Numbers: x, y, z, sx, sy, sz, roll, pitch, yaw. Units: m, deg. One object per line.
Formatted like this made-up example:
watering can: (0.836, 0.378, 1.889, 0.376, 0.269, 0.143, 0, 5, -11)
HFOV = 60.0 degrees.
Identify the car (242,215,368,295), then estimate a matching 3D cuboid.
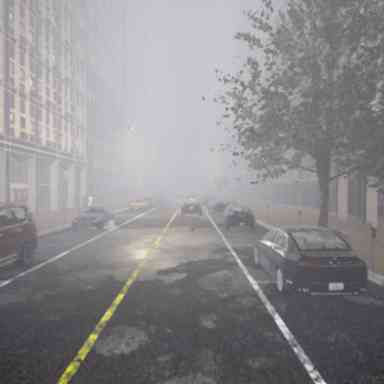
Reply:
car: (2.675, 1.505, 8.351, 2.008, 1.369, 4.403, 0, 0, 0)

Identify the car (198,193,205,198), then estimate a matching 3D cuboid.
car: (2.555, 0.969, 93.808, 1.802, 1.307, 4.206, 0, 0, 0)

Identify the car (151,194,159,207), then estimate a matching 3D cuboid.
car: (-5.753, 1.317, 42.521, 1.947, 1.339, 4.313, 0, 0, 0)

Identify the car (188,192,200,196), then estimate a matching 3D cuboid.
car: (-0.085, 1.176, 61.057, 2.163, 1.488, 4.792, 0, 0, 0)

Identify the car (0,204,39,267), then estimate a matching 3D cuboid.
car: (-5.706, 1.269, 8.338, 2.192, 1.841, 5.009, 0, 0, 0)

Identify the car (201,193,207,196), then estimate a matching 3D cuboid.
car: (2.619, 1.281, 48.230, 1.947, 1.339, 4.313, 0, 0, 0)

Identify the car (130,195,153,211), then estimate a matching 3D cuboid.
car: (-5.745, 1.314, 36.655, 1.752, 1.417, 4.829, 0, 0, 0)

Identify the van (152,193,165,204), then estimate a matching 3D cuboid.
van: (-5.770, 1.019, 53.915, 1.690, 1.788, 3.998, 0, 0, 0)

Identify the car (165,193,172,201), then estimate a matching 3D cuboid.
car: (-5.793, 1.111, 71.007, 2.008, 1.369, 4.403, 0, 0, 0)

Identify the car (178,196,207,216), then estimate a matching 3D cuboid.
car: (-0.040, 1.373, 30.591, 2.163, 1.488, 4.792, 0, 0, 0)

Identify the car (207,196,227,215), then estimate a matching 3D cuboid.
car: (2.643, 1.373, 31.139, 2.008, 1.369, 4.403, 0, 0, 0)

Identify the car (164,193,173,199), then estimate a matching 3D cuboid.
car: (-5.809, 1.027, 82.402, 2.008, 1.369, 4.403, 0, 0, 0)

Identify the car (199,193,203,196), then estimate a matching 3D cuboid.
car: (2.611, 1.223, 53.928, 1.887, 1.381, 4.507, 0, 0, 0)

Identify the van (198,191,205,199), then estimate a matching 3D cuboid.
van: (2.563, 0.774, 88.109, 1.690, 1.788, 3.998, 0, 0, 0)

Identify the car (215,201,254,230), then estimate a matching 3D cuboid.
car: (2.659, 1.441, 19.745, 2.008, 1.369, 4.403, 0, 0, 0)

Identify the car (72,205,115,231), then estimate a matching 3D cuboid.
car: (-5.721, 1.472, 19.735, 1.802, 1.307, 4.206, 0, 0, 0)

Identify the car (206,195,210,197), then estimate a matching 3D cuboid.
car: (2.635, 1.370, 36.837, 1.802, 1.307, 4.206, 0, 0, 0)

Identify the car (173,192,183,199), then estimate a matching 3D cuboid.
car: (-3.106, 0.849, 74.692, 2.128, 1.511, 4.902, 0, 0, 0)
